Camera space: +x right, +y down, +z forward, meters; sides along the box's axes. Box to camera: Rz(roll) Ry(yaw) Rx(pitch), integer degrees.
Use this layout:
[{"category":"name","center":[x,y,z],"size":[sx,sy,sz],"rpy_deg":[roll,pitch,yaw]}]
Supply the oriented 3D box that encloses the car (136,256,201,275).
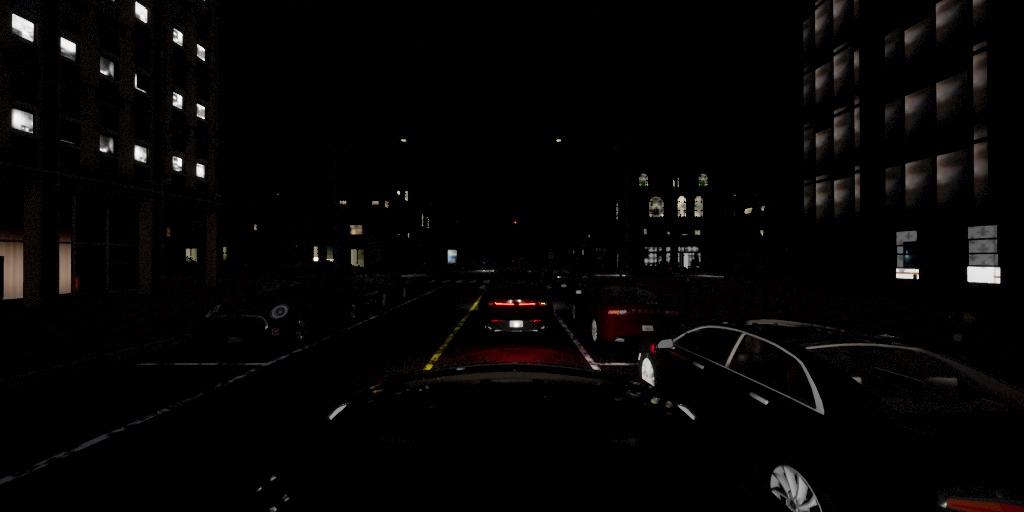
[{"category":"car","center":[-30.976,0.917,33.171],"size":[5.009,1.841,2.192],"rpy_deg":[0,0,1]}]

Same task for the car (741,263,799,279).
[{"category":"car","center":[23.618,1.433,32.339],"size":[4.207,1.307,1.802],"rpy_deg":[0,0,1]}]

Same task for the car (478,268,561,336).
[{"category":"car","center":[0.094,1.256,10.342],"size":[1.837,1.490,4.892],"rpy_deg":[0,0,0]}]

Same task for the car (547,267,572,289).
[{"category":"car","center":[2.676,1.302,20.710],"size":[2.007,1.370,4.403],"rpy_deg":[0,0,0]}]

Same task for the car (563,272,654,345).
[{"category":"car","center":[2.685,1.296,9.326],"size":[1.888,1.381,4.507],"rpy_deg":[0,0,0]}]

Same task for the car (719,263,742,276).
[{"category":"car","center":[24.597,1.413,38.157],"size":[4.674,1.442,1.812],"rpy_deg":[0,0,1]}]

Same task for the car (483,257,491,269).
[{"category":"car","center":[-3.124,1.234,53.781],"size":[1.882,1.535,5.008],"rpy_deg":[0,0,1]}]

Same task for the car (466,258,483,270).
[{"category":"car","center":[-5.730,1.338,53.106],"size":[1.802,1.307,4.207],"rpy_deg":[0,0,0]}]

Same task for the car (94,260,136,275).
[{"category":"car","center":[-36.513,1.130,33.252],"size":[4.403,1.370,2.007],"rpy_deg":[0,0,1]}]

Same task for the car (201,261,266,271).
[{"category":"car","center":[-25.440,1.177,33.091],"size":[4.403,1.370,2.007],"rpy_deg":[0,0,1]}]

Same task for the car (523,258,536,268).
[{"category":"car","center":[2.650,1.322,53.100],"size":[1.948,1.339,4.313],"rpy_deg":[0,0,0]}]

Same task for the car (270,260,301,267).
[{"category":"car","center":[-25.485,1.197,41.473],"size":[4.829,1.417,1.751],"rpy_deg":[0,0,1]}]

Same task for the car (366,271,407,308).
[{"category":"car","center":[-5.700,1.302,15.028],"size":[2.007,1.370,4.403],"rpy_deg":[0,0,0]}]

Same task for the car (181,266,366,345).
[{"category":"car","center":[-5.696,1.190,9.336],"size":[1.967,1.591,4.097],"rpy_deg":[0,0,0]}]

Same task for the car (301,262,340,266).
[{"category":"car","center":[-17.804,1.274,35.573],"size":[4.718,1.301,1.895],"rpy_deg":[0,0,1]}]

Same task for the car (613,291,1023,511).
[{"category":"car","center":[2.689,1.301,3.634],"size":[2.007,1.370,4.403],"rpy_deg":[0,0,0]}]

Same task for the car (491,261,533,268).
[{"category":"car","center":[0.081,1.230,20.531],"size":[1.882,1.535,5.008],"rpy_deg":[0,0,2]}]

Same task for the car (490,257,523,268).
[{"category":"car","center":[-0.602,1.260,44.082],"size":[1.837,1.490,4.892],"rpy_deg":[2,1,20]}]

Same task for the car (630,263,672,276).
[{"category":"car","center":[14.782,1.403,38.296],"size":[4.181,1.385,1.994],"rpy_deg":[0,0,1]}]

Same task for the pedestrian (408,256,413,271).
[{"category":"pedestrian","center":[-12.585,0.885,44.235],"size":[0.375,1.860,0.375],"rpy_deg":[0,-1,1]}]
